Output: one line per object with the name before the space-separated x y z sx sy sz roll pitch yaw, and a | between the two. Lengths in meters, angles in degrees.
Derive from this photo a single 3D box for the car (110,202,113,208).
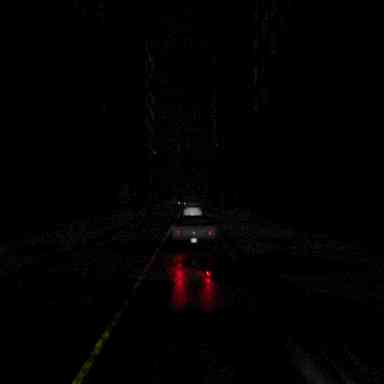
car | -14.586 2.016 52.496 4.313 1.339 1.947 0 0 0

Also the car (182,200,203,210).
car | 0.071 1.810 32.089 1.812 1.442 4.674 0 -1 0

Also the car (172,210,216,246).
car | 0.084 1.746 16.073 1.895 1.301 4.718 0 -1 0
